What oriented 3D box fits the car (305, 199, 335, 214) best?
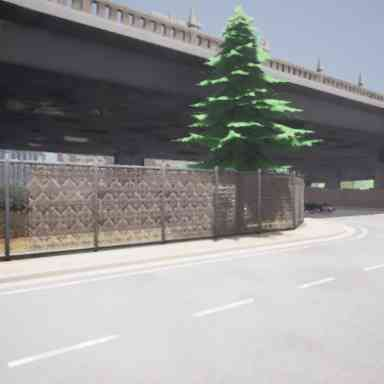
[{"bbox_3d":[12.885,1.467,35.209,2.128,1.511,4.902,0,0,-22],"label":"car"}]
